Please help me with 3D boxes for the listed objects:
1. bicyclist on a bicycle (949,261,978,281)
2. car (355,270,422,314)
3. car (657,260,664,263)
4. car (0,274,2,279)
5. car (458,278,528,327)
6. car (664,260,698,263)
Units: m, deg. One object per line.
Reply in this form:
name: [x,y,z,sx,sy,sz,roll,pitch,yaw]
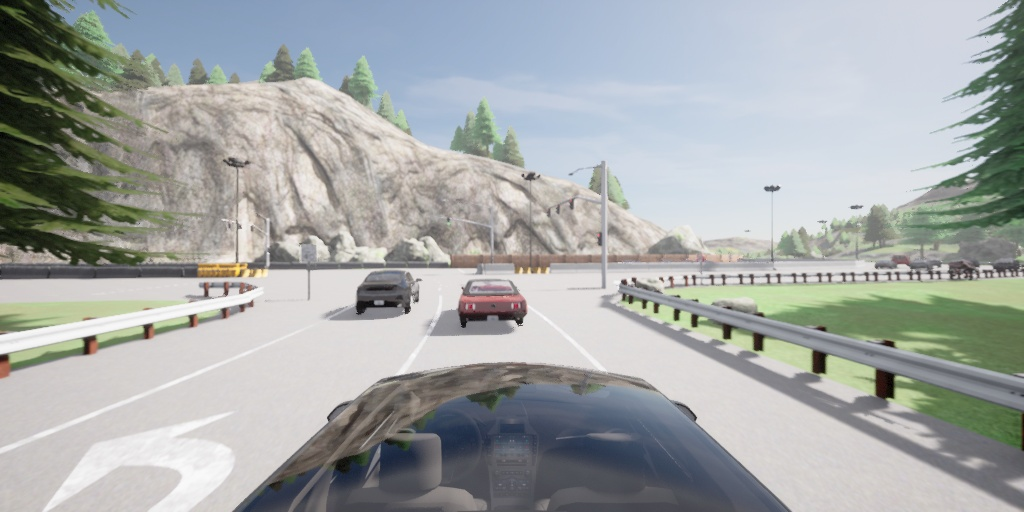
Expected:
bicyclist on a bicycle: [37.399,1.225,29.680,0.582,1.620,1.656,0,3,-14]
car: [-4.742,1.293,14.139,1.837,1.490,4.892,0,0,-9]
car: [24.235,1.352,57.044,4.674,1.442,1.812,0,0,-12]
car: [-42.691,1.328,27.407,4.902,1.511,2.128,0,0,-12]
car: [-0.730,1.375,11.741,1.895,1.301,4.718,0,0,-6]
car: [25.832,1.341,53.805,4.674,1.442,1.812,0,0,-12]
